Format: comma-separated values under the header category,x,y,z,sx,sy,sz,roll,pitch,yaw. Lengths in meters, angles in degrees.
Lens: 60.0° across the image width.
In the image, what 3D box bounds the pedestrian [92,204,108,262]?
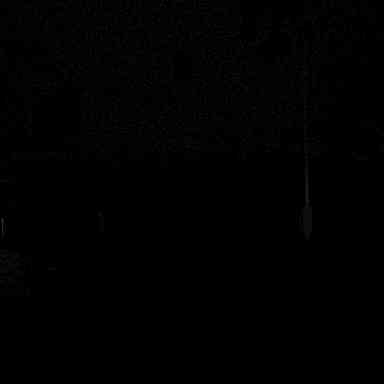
category,x,y,z,sx,sy,sz,roll,pitch,yaw
pedestrian,-2.902,1.234,10.366,0.375,1.860,0.375,-2,-1,39
